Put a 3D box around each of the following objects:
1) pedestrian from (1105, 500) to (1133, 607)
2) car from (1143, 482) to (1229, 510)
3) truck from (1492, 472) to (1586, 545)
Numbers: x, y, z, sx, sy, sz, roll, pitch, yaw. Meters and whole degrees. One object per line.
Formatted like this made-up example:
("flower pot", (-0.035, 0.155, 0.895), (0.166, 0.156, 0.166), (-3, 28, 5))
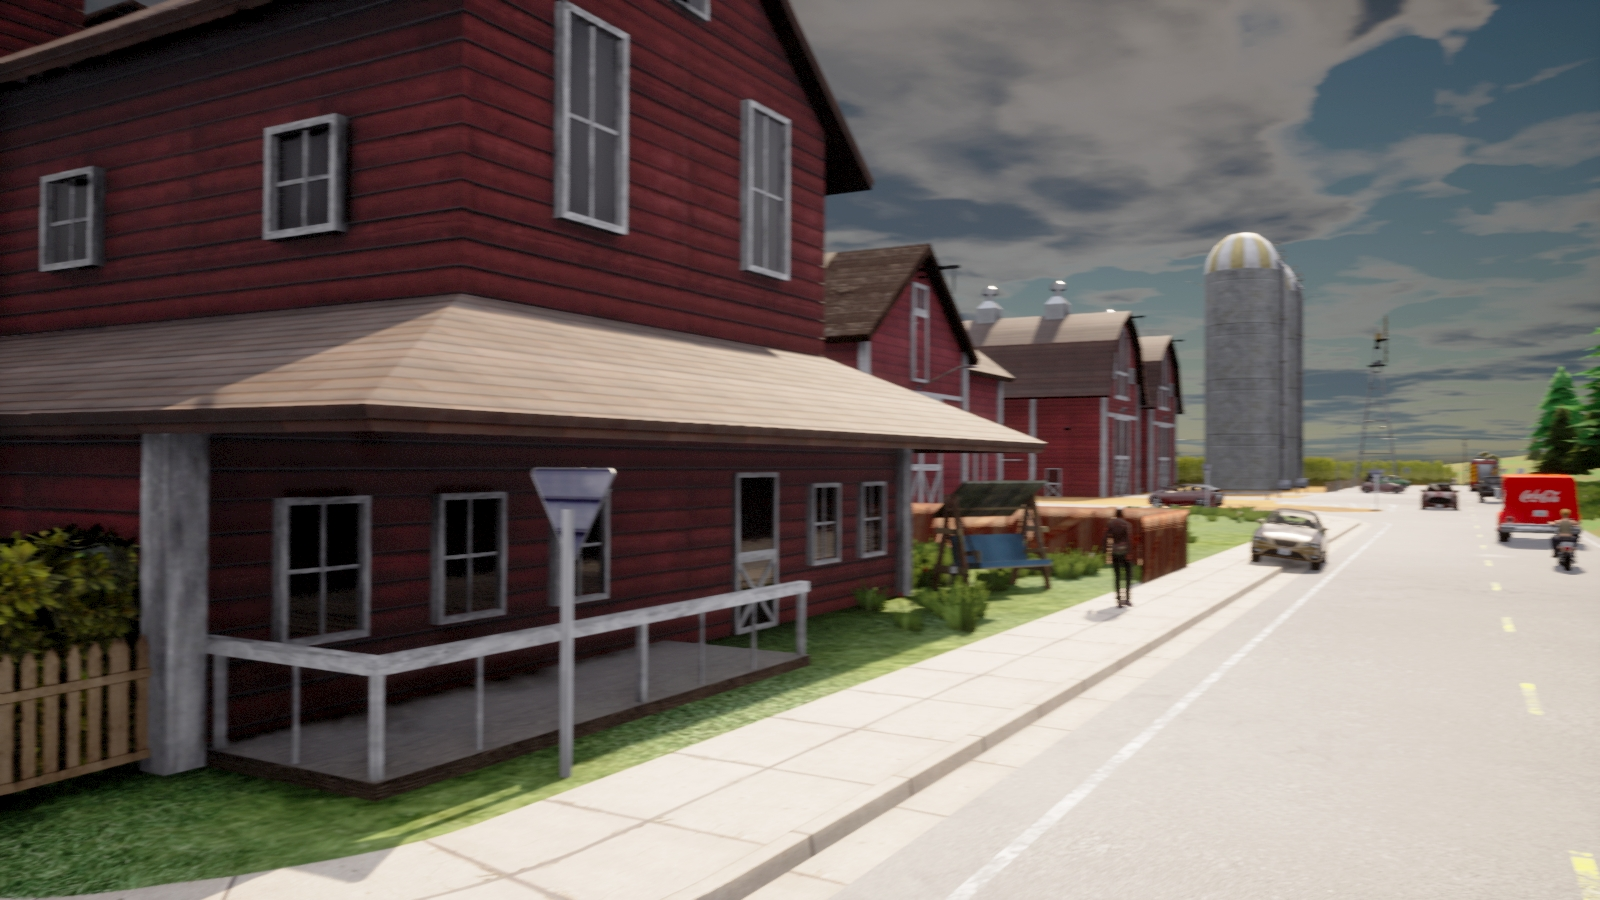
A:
("pedestrian", (5.694, 1.839, 20.389), (0.375, 1.860, 0.375), (0, -1, 32))
("car", (23.418, 2.764, 69.405), (2.007, 1.525, 4.514), (1, -1, -44))
("truck", (27.314, 2.080, 42.411), (2.627, 2.467, 5.204), (0, -1, 30))
